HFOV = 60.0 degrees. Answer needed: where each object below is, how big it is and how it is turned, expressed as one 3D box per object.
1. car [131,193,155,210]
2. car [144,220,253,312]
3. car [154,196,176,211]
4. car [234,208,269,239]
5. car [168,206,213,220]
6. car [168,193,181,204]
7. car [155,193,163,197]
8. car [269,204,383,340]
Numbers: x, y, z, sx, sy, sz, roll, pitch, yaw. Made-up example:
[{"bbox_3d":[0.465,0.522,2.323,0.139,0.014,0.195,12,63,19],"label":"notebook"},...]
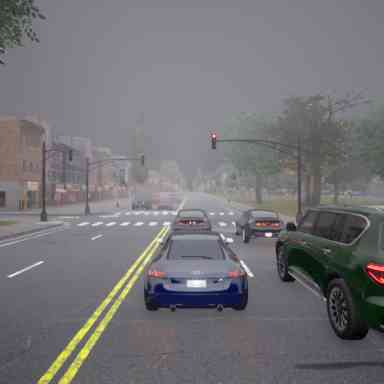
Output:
[{"bbox_3d":[-6.685,1.328,44.851,2.150,2.045,5.566,0,0,0],"label":"car"},{"bbox_3d":[0.066,1.583,7.824,1.994,1.385,4.181,0,0,0],"label":"car"},{"bbox_3d":[-3.427,1.617,43.209,1.837,1.490,4.892,0,1,0],"label":"car"},{"bbox_3d":[3.263,1.580,16.539,1.837,1.490,4.892,0,0,0],"label":"car"},{"bbox_3d":[0.010,1.581,16.711,1.837,1.490,4.892,0,0,1],"label":"car"},{"bbox_3d":[-3.408,1.167,65.099,2.150,2.045,5.566,0,0,0],"label":"car"},{"bbox_3d":[-6.703,1.220,58.373,2.150,2.045,5.566,0,1,-2],"label":"car"},{"bbox_3d":[3.314,1.235,6.677,2.150,2.045,5.566,0,0,0],"label":"car"}]
